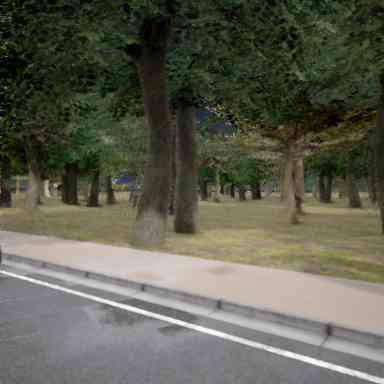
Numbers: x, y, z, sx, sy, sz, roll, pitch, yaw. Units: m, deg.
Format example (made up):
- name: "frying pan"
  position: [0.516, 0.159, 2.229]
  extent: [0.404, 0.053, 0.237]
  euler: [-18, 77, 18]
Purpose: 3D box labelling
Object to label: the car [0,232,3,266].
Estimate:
- name: "car"
  position: [-7.103, 1.212, 8.620]
  extent: [5.566, 2.045, 2.150]
  euler: [0, 0, 35]
